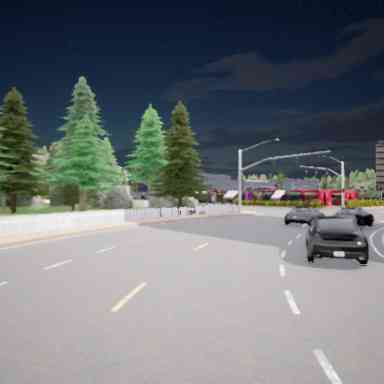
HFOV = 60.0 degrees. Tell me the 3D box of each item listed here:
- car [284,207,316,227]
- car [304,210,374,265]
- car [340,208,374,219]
[{"bbox_3d":[8.834,1.832,25.884,1.994,1.385,4.181,0,-1,40],"label":"car"},{"bbox_3d":[5.246,1.639,12.368,1.837,1.490,4.892,0,0,19],"label":"car"},{"bbox_3d":[11.350,1.800,23.463,2.033,1.411,5.357,0,-1,39],"label":"car"}]
